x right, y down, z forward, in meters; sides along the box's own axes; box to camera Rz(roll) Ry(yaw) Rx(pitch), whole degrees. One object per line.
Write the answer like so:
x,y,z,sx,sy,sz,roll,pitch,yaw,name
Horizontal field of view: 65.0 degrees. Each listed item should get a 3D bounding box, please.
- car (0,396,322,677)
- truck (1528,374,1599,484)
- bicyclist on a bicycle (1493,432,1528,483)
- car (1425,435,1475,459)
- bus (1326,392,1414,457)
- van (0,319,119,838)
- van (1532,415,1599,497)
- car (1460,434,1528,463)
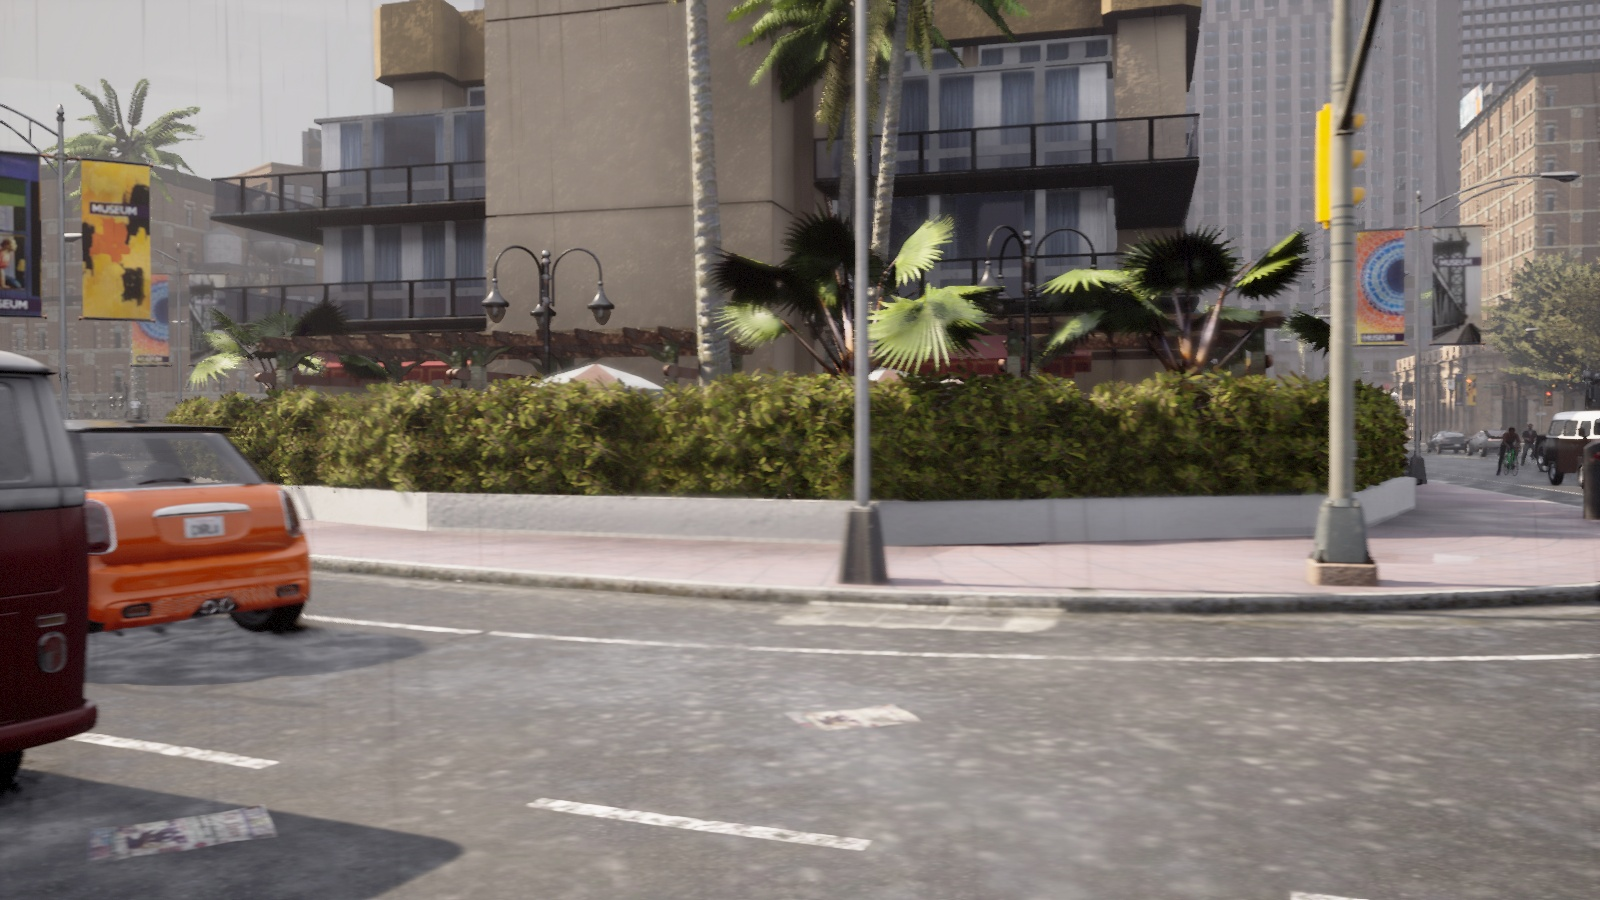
-6.202,0.508,9.907,4.553,1.767,2.097,1,1,29,car
27.315,-0.697,42.272,2.891,3.462,7.936,0,1,15,truck
23.490,0.234,41.550,0.582,1.620,1.656,0,1,15,bicyclist on a bicycle
40.763,-0.198,78.843,1.812,1.442,4.674,0,1,15,car
39.429,-1.736,87.317,3.944,4.253,10.273,0,1,15,bus
-5.236,0.476,5.375,4.442,1.987,1.775,1,1,25,van
21.290,0.122,33.355,2.069,2.038,4.480,0,1,15,van
38.158,-0.129,69.151,2.128,1.511,4.902,0,1,15,car
